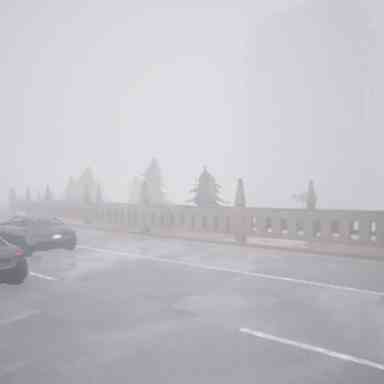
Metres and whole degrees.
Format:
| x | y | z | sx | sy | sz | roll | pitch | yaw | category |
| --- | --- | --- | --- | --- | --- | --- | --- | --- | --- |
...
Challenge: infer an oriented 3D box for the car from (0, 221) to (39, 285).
| x | y | z | sx | sy | sz | roll | pitch | yaw | category |
| --- | --- | --- | --- | --- | --- | --- | --- | --- | --- |
| -5.950 | 1.564 | 8.384 | 4.181 | 1.385 | 1.994 | 0 | 0 | 38 | car |

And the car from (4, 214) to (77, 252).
| x | y | z | sx | sy | sz | roll | pitch | yaw | category |
| --- | --- | --- | --- | --- | --- | --- | --- | --- | --- |
| -6.391 | 1.564 | 13.177 | 4.181 | 1.385 | 1.994 | 0 | 0 | 39 | car |
